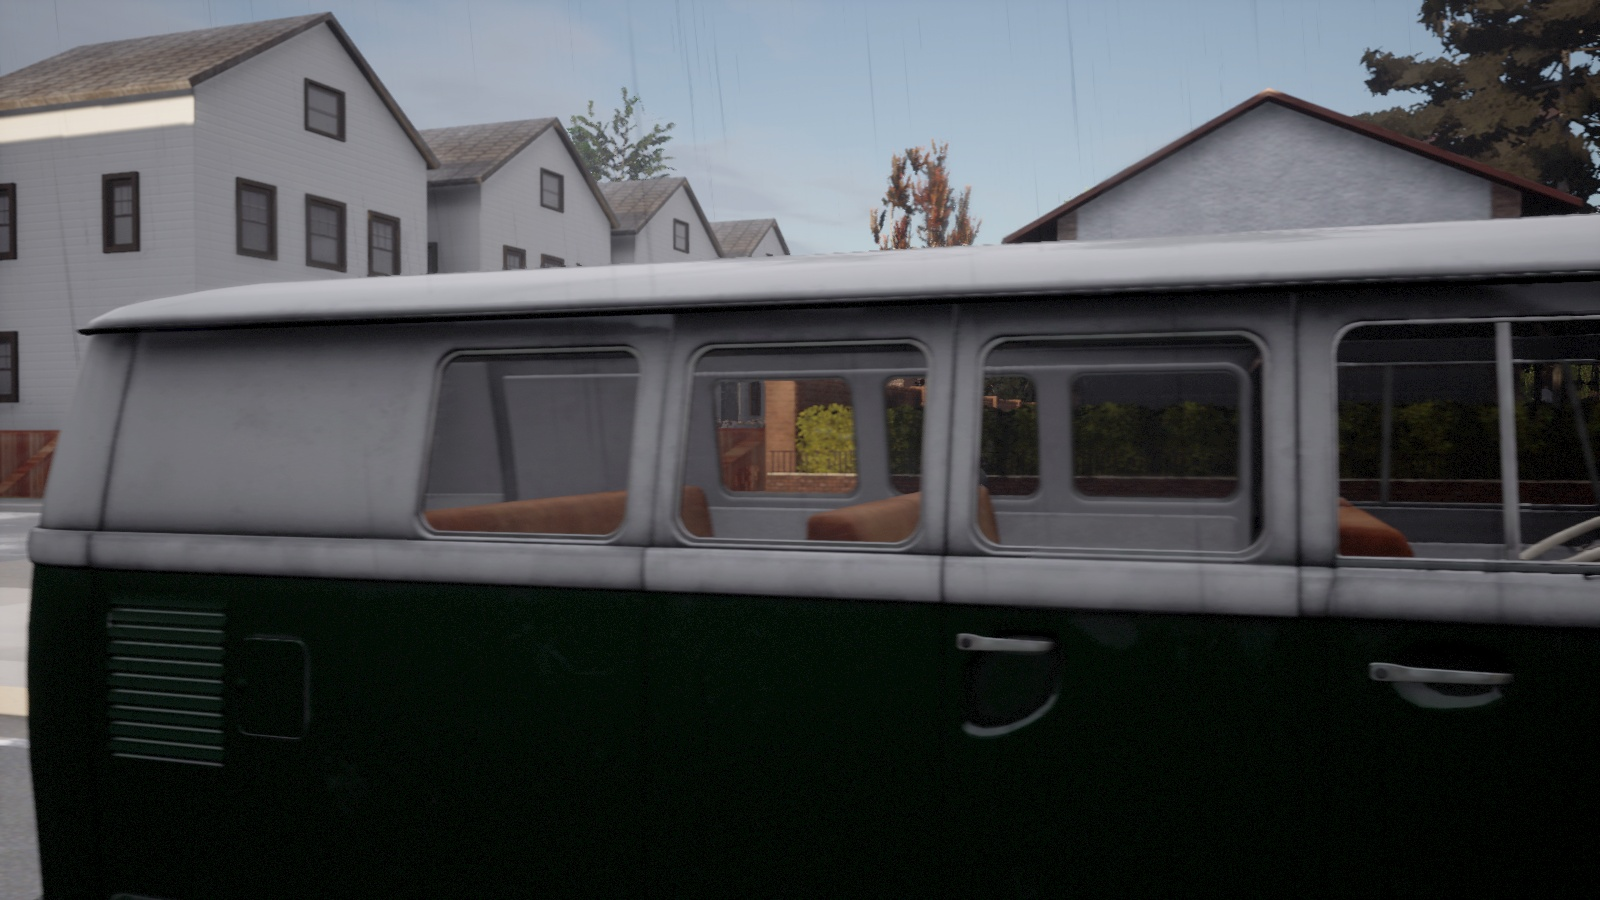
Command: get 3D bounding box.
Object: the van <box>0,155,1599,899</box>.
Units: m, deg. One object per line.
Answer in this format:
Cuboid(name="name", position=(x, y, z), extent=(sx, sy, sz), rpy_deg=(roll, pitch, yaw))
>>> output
Cuboid(name="van", position=(0.254, 0.537, 3.105), extent=(4.442, 1.987, 1.775), rpy_deg=(1, 1, 19))
